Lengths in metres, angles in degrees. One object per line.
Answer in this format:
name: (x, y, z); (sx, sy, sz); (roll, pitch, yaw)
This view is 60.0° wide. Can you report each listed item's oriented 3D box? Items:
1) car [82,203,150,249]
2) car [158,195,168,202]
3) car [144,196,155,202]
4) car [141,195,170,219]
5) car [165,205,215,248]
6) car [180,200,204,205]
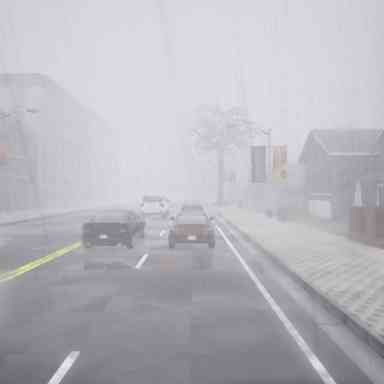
car: (-3.250, 1.483, 14.651); (1.882, 1.535, 5.008); (0, 0, 0)
car: (-6.501, 1.438, 75.955); (1.837, 1.490, 4.892); (0, 0, 0)
car: (-9.751, 1.533, 75.925); (1.895, 1.301, 4.718); (0, 0, 0)
car: (-3.250, 1.259, 29.681); (2.150, 2.045, 5.566); (0, 0, 0)
car: (0.000, 1.531, 14.651); (1.812, 1.442, 4.674); (0, 0, 0)
car: (0.000, 1.486, 29.651); (1.882, 1.535, 5.008); (0, 0, 0)
